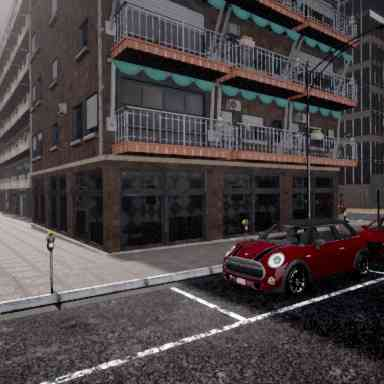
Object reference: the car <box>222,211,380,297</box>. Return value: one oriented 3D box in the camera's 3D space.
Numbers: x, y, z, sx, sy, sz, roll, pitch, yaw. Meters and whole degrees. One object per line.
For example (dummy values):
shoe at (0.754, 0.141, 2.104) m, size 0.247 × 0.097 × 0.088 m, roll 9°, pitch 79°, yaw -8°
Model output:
car at (2.697, 1.439, 8.485) m, size 4.097 × 1.590 × 1.967 m, roll 0°, pitch -1°, yaw -35°

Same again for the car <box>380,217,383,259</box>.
car at (7.198, 1.543, 11.687) m, size 4.507 × 1.381 × 1.887 m, roll 0°, pitch -1°, yaw -35°

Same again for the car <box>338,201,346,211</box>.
car at (16.482, 1.745, 40.570) m, size 1.967 × 1.590 × 4.097 m, roll -2°, pitch 0°, yaw -36°
